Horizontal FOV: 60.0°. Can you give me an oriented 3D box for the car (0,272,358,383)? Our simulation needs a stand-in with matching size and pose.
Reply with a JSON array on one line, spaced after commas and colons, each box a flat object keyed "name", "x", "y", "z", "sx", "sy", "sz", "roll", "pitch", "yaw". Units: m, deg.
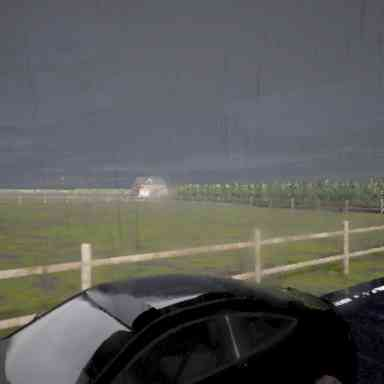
[{"name": "car", "x": -0.446, "y": 1.529, "z": 2.766, "sx": 4.674, "sy": 1.442, "sz": 1.812, "roll": 0, "pitch": 0, "yaw": -35}]
